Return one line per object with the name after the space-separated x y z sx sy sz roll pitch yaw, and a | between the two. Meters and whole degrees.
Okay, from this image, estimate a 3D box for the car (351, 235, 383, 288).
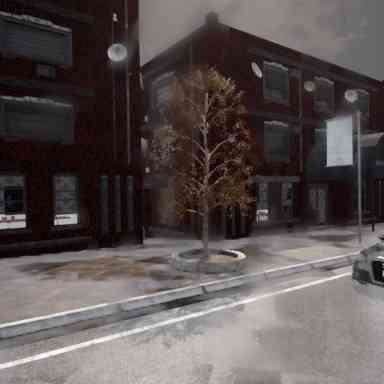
5.783 1.560 8.167 4.181 1.385 1.994 0 0 -36 | car
